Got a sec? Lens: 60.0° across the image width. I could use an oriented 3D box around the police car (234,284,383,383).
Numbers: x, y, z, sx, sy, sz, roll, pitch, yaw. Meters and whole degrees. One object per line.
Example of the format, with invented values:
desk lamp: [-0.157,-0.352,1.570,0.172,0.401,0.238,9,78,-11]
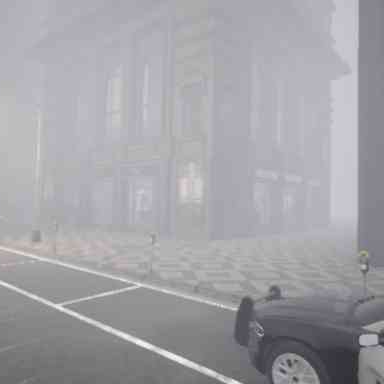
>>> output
police car: [2.872,1.611,3.388,5.238,1.638,1.930,0,-3,40]
